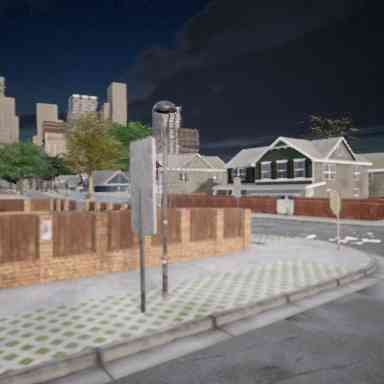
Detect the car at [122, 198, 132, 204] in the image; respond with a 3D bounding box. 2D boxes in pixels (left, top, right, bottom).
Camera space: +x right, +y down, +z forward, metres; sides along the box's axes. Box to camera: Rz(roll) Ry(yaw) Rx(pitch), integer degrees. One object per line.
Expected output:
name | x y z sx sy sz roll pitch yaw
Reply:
car | -5.840 1.259 35.137 1.994 1.385 4.181 -2 2 -38
